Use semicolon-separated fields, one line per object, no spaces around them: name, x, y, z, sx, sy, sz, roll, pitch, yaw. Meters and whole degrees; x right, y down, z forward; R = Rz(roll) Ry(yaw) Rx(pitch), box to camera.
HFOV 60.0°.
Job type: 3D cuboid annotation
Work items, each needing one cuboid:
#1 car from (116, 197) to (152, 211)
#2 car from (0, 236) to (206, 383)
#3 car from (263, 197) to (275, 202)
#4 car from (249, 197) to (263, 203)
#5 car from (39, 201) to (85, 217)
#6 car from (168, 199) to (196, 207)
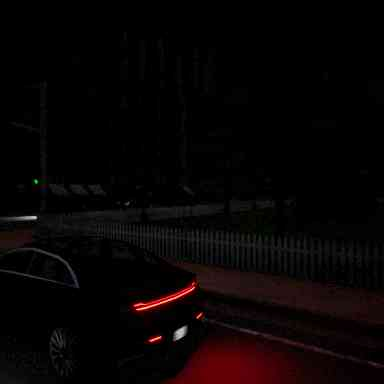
car;-6.937;1.352;39.878;2.097;1.767;4.553;0;0;34
car;-2.104;1.491;5.443;4.902;1.511;2.128;0;0;36
car;15.238;1.547;59.874;2.033;1.411;5.357;0;0;34
car;12.360;1.601;61.861;1.895;1.301;4.718;0;0;34
car;-12.356;1.564;31.856;1.994;1.385;4.181;0;0;34
car;-1.376;1.601;48.097;1.895;1.301;4.718;0;0;34
